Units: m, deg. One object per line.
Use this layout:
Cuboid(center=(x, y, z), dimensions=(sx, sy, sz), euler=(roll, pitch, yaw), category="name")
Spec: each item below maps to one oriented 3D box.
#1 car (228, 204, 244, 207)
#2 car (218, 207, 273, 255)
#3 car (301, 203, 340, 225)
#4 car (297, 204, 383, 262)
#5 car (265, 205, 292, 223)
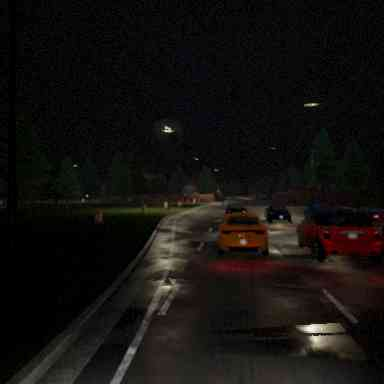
Cuboid(center=(3.738, 1.770, 28.317), dimensions=(2.128, 1.511, 4.902), euler=(0, 0, 7), category="car")
Cuboid(center=(2.110, 1.617, 14.151), dimensions=(1.882, 1.535, 5.008), euler=(0, 0, 7), category="car")
Cuboid(center=(10.783, 1.754, 28.242), dimensions=(1.882, 1.535, 5.008), euler=(0, 0, 7), category="car")
Cuboid(center=(5.486, 1.479, 12.938), dimensions=(2.097, 1.767, 4.553), euler=(0, -1, 7), category="car")
Cuboid(center=(7.263, 1.802, 28.300), dimensions=(1.812, 1.442, 4.674), euler=(0, 0, 7), category="car")
